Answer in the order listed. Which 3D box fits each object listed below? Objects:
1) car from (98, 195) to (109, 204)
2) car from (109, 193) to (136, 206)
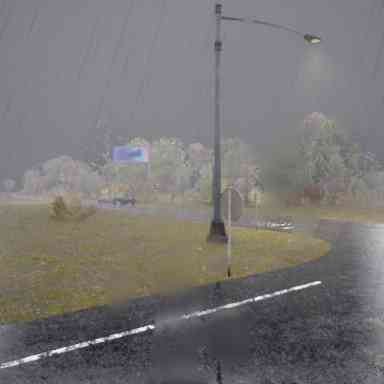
[{"bbox_3d":[-15.831,1.378,61.228,2.128,1.511,4.902,0,0,-34],"label":"car"},{"bbox_3d":[-11.049,1.124,54.091,2.150,2.045,5.566,0,0,-33],"label":"car"}]
